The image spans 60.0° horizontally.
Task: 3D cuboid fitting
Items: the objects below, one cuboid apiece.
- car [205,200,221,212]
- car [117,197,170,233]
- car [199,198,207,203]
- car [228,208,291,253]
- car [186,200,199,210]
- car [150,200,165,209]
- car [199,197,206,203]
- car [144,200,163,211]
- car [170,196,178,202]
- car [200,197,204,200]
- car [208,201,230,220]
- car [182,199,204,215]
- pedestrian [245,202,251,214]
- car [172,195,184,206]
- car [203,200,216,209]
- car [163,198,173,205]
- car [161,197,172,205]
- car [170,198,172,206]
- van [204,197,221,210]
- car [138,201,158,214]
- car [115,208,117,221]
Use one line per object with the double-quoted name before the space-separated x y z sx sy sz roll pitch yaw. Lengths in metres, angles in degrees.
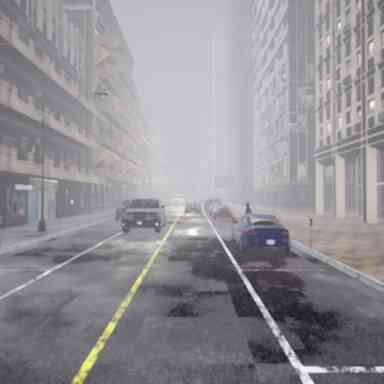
"car" 2.617 1.776 34.602 1.802 1.307 4.206 1 0 0
"car" -2.823 1.332 20.655 2.150 2.045 5.566 0 0 0
"car" 2.681 2.108 84.420 1.947 1.339 4.313 0 0 0
"car" 2.769 1.601 13.979 1.812 1.442 4.674 0 0 0
"car" 0.071 1.883 48.235 1.895 1.301 4.718 0 0 0
"car" -5.242 1.883 51.208 1.802 1.307 4.206 1 0 0
"car" 2.688 2.113 90.126 1.752 1.417 4.829 0 0 0
"car" -5.249 1.815 45.671 2.008 1.369 4.403 1 0 0
"car" -5.184 2.071 95.495 1.967 1.590 4.097 0 0 0
"car" 2.634 1.580 45.673 2.192 1.841 5.009 1 0 0
"car" 2.610 1.742 29.066 1.802 1.307 4.206 1 0 0
"car" 0.123 1.813 37.482 1.895 1.301 4.718 0 0 0
"pedestrian" 2.772 1.384 16.826 0.375 1.860 0.375 1 -1 0
"car" -2.693 1.603 62.979 2.150 2.045 5.566 0 0 1
"car" 2.638 1.884 51.207 1.802 1.307 4.206 1 0 0
"car" -5.213 2.000 73.352 1.887 1.381 4.507 0 0 0
"car" -5.219 1.855 67.816 1.967 1.590 4.097 1 0 0
"car" -5.227 1.921 62.280 1.887 1.381 4.507 1 0 0
"van" 2.627 1.571 40.137 1.690 1.788 3.998 1 0 0
"car" -5.256 1.810 40.135 1.802 1.307 4.206 1 0 0
"car" -5.268 1.474 29.066 2.192 1.841 5.009 1 0 0
